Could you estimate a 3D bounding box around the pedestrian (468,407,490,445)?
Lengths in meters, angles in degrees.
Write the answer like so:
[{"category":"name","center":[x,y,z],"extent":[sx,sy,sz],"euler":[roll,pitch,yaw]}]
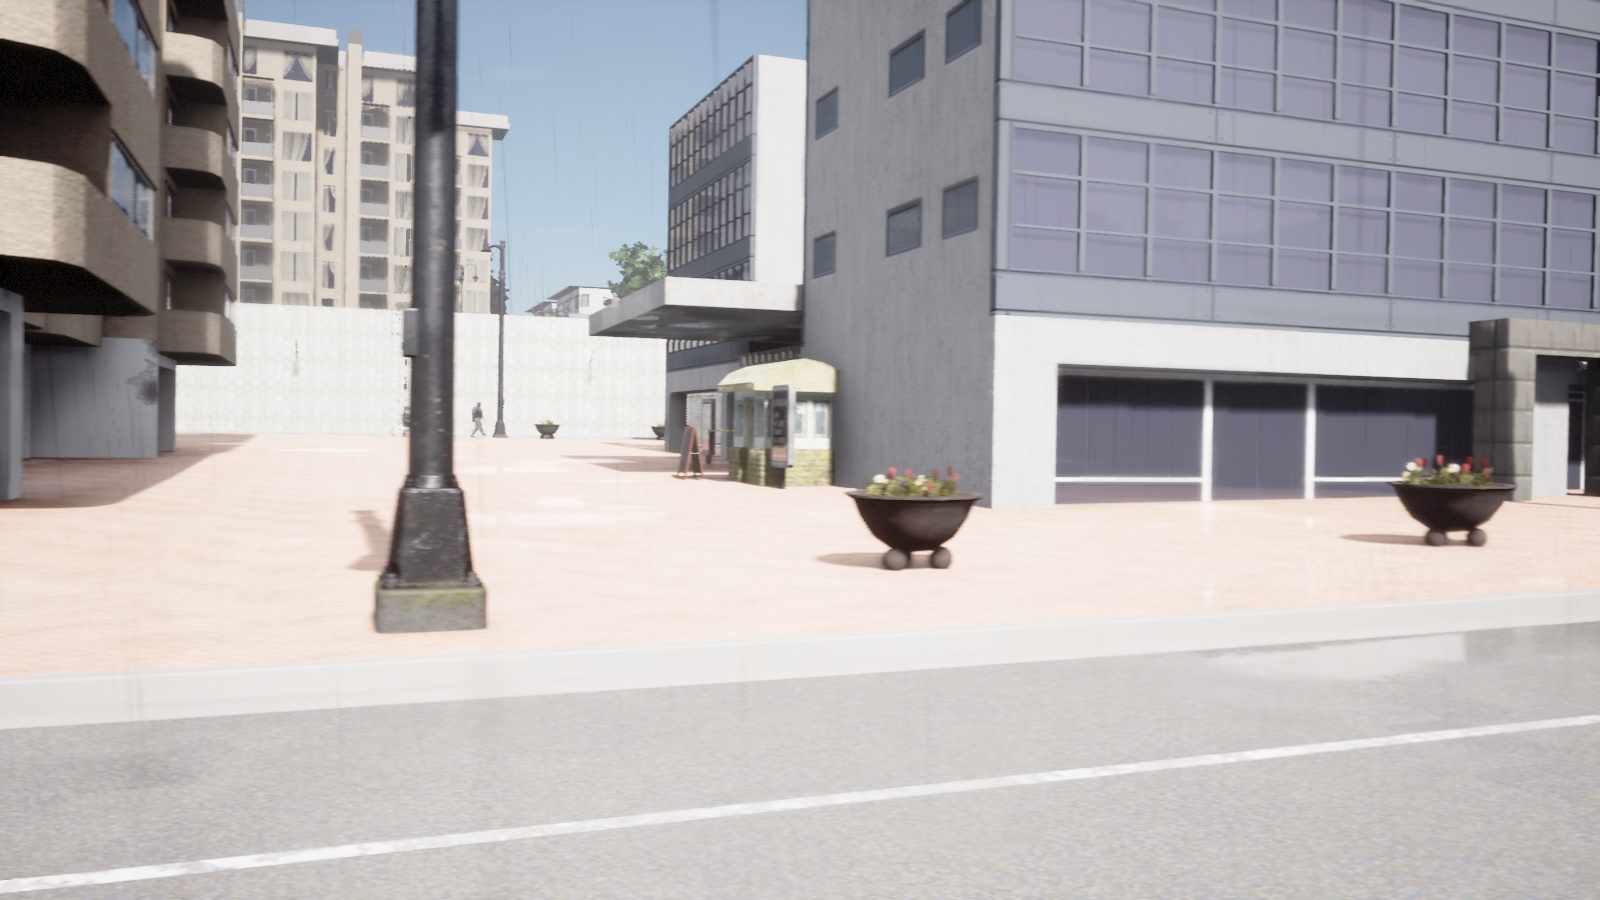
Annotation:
[{"category":"pedestrian","center":[-16.057,-1.192,62.806],"extent":[0.849,1.883,0.563],"euler":[0,1,19]}]
